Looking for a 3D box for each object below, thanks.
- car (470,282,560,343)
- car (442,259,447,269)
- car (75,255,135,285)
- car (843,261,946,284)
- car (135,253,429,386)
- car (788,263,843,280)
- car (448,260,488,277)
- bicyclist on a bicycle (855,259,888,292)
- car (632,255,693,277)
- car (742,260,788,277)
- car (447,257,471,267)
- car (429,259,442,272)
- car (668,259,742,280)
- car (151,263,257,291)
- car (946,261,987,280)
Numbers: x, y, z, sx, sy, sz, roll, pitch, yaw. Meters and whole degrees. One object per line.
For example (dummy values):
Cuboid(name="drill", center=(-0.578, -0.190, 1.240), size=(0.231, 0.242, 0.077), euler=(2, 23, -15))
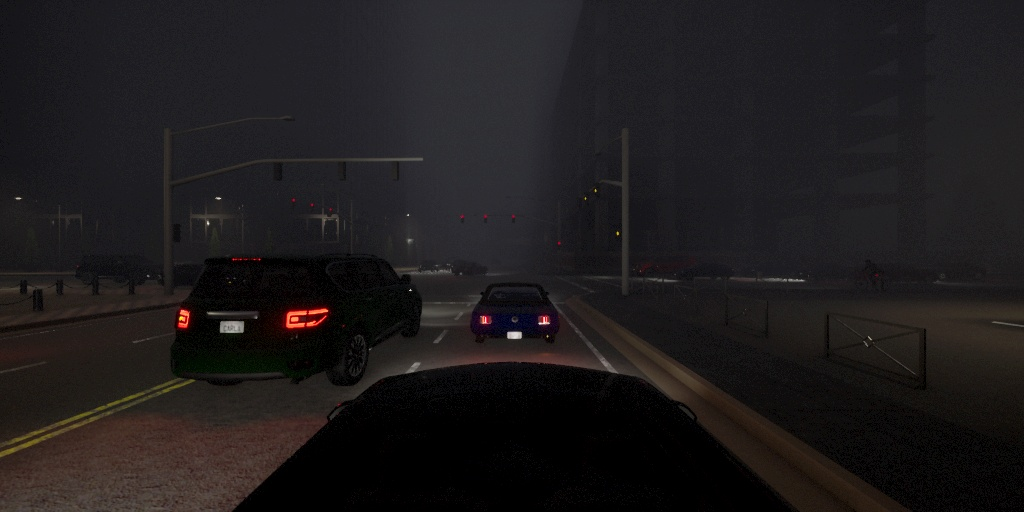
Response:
Cuboid(name="car", center=(0.073, 1.351, 9.633), size=(1.895, 1.301, 4.718), euler=(0, 0, 0))
Cuboid(name="car", center=(-10.634, 1.241, 55.236), size=(2.128, 1.511, 4.902), euler=(0, 0, 0))
Cuboid(name="car", center=(-26.942, 0.917, 25.077), size=(5.566, 2.045, 2.150), euler=(0, 0, 1))
Cuboid(name="car", center=(27.191, 1.172, 25.613), size=(5.008, 1.535, 1.882), euler=(0, 0, 0))
Cuboid(name="car", center=(-3.443, 0.971, 7.117), size=(2.150, 2.045, 5.566), euler=(0, 0, 0))
Cuboid(name="car", center=(25.593, 1.258, 29.306), size=(4.181, 1.385, 1.994), euler=(0, 0, 0))
Cuboid(name="car", center=(-4.035, 1.325, 35.184), size=(1.895, 1.301, 4.718), euler=(0, 0, 18))
Cuboid(name="bicyclist on a bicycle", center=(18.317, 0.998, 18.292), size=(0.582, 1.620, 1.656), euler=(0, 0, 0))
Cuboid(name="car", center=(13.909, 0.917, 32.758), size=(5.566, 2.045, 2.150), euler=(0, 0, 0))
Cuboid(name="car", center=(23.639, 1.172, 32.796), size=(5.008, 1.535, 1.882), euler=(0, 0, -1))
Cuboid(name="car", center=(-7.136, 1.254, 48.517), size=(1.837, 1.490, 4.892), euler=(0, 0, 0))
Cuboid(name="car", center=(-10.636, 1.255, 45.893), size=(1.837, 1.490, 4.892), euler=(0, 0, 0))
Cuboid(name="car", center=(15.629, 1.220, 29.243), size=(4.674, 1.442, 1.812), euler=(0, 0, 0))
Cuboid(name="car", center=(-18.190, 1.201, 21.291), size=(4.892, 1.490, 1.837), euler=(0, 0, 4))
Cuboid(name="car", center=(35.587, 1.199, 29.335), size=(4.892, 1.490, 1.837), euler=(0, 0, 0))
